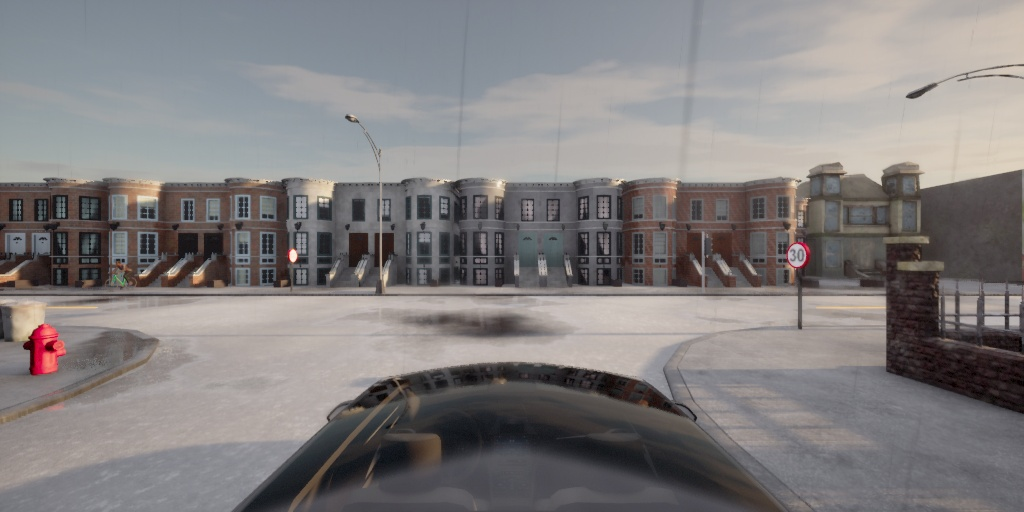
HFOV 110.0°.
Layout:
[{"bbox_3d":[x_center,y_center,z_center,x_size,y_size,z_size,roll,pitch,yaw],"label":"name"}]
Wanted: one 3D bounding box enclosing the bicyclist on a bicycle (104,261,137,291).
[{"bbox_3d":[-21.801,1.099,20.000,0.582,1.620,1.656,0,0,0],"label":"bicyclist on a bicycle"}]
